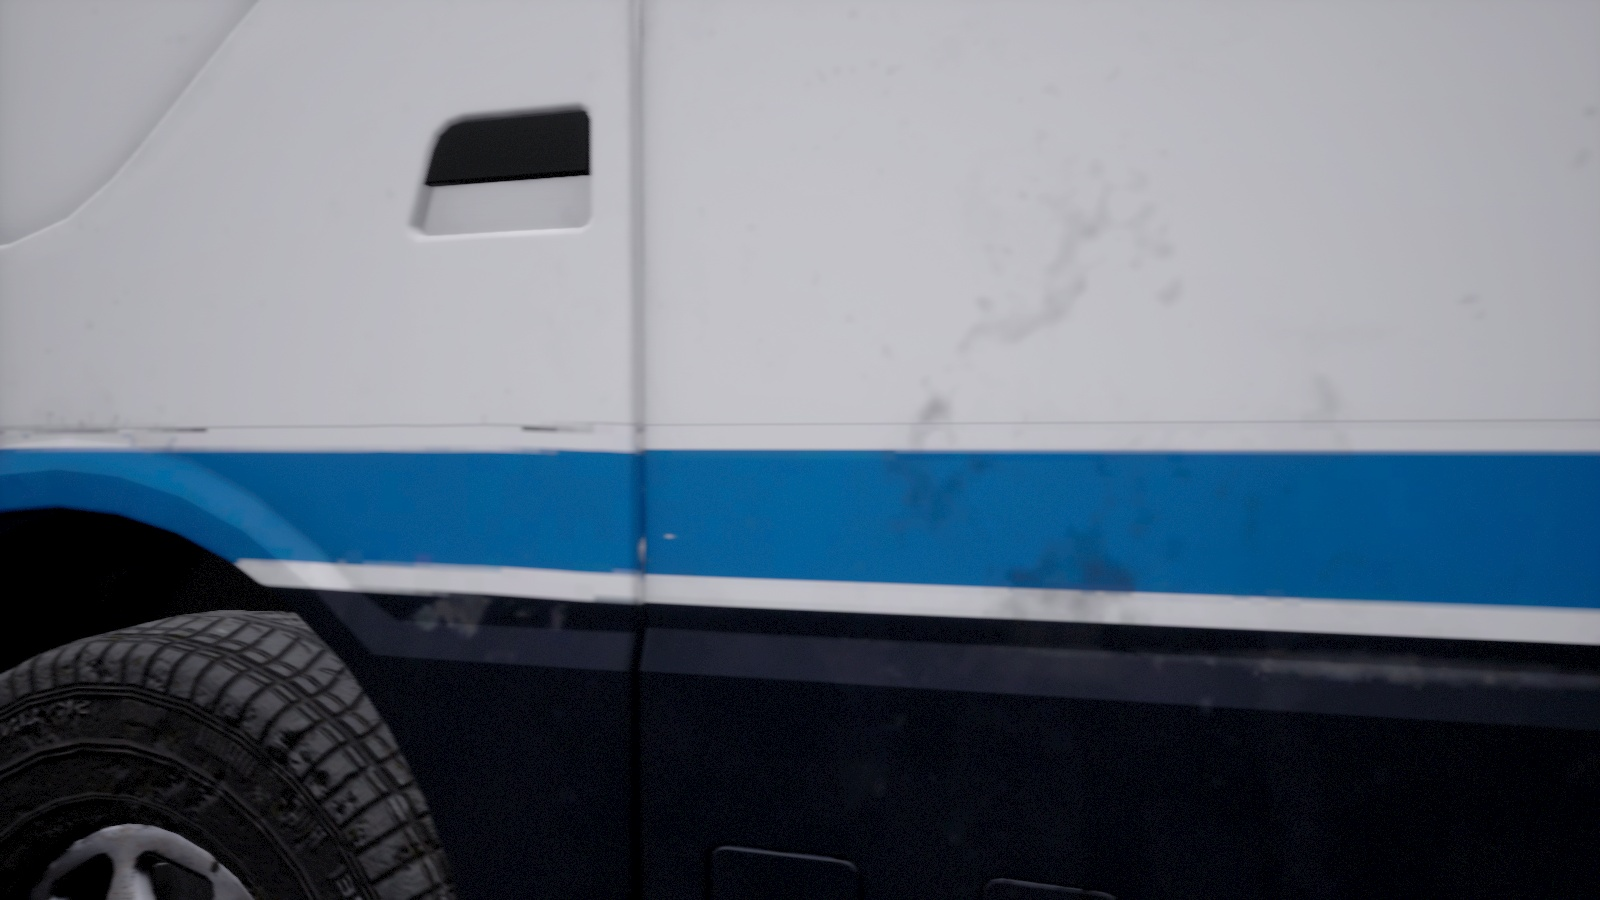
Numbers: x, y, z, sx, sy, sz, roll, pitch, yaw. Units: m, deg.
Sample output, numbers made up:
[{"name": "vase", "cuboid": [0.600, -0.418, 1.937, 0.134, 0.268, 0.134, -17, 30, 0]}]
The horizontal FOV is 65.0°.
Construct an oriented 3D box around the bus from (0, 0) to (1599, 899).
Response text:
[{"name": "bus", "cuboid": [2.215, -0.581, 2.425, 10.273, 4.253, 3.944, 1, 1, 18]}]
